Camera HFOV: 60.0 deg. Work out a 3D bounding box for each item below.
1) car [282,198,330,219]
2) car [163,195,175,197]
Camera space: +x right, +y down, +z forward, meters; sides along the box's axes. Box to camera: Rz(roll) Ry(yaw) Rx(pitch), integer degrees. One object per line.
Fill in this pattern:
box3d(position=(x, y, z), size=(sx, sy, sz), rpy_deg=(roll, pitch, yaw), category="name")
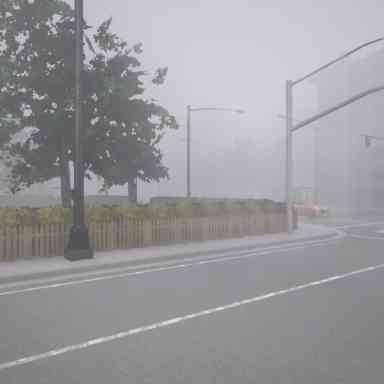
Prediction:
box3d(position=(9.838, 1.352, 29.541), size=(2.097, 1.767, 4.553), rpy_deg=(0, 0, -35), category="car")
box3d(position=(-4.339, 1.352, 56.455), size=(2.097, 1.767, 4.553), rpy_deg=(0, 0, -34), category="car")
